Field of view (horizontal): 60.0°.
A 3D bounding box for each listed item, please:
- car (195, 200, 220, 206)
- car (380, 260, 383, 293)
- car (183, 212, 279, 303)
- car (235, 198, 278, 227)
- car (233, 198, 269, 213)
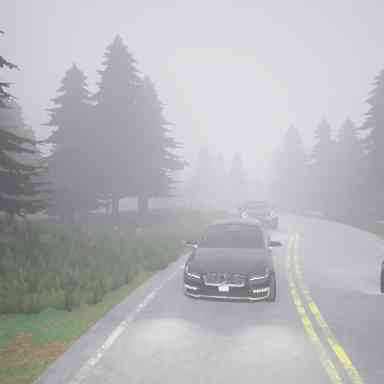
[{"bbox_3d":[1.964,1.795,44.868,1.812,1.442,4.674,3,-5,-35],"label":"car"},{"bbox_3d":[4.498,1.307,4.648,2.097,1.767,4.553,-1,0,8],"label":"car"},{"bbox_3d":[1.099,1.495,8.422,1.837,1.490,4.892,-1,0,13],"label":"car"},{"bbox_3d":[3.896,1.268,20.372,2.097,1.767,4.553,-1,0,5],"label":"car"},{"bbox_3d":[6.238,1.407,35.739,1.837,1.490,4.892,2,-1,-15],"label":"car"}]
